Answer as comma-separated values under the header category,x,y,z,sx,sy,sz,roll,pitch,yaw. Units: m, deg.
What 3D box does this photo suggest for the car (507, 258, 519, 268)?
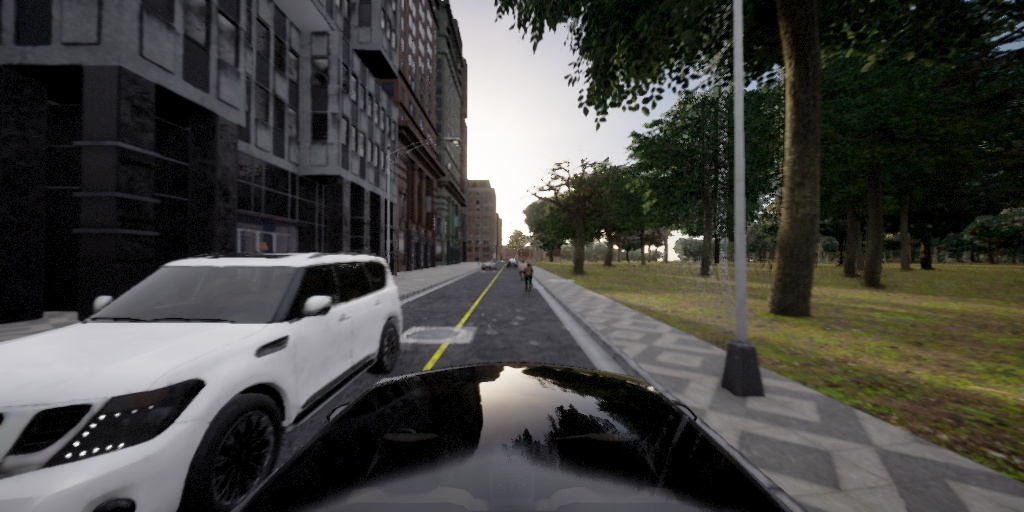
category,x,y,z,sx,sy,sz,roll,pitch,yaw
car,0.085,1.277,59.786,1.812,1.442,4.674,0,0,0

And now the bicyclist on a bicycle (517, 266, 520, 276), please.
category,x,y,z,sx,sy,sz,roll,pitch,yaw
bicyclist on a bicycle,0.807,1.172,27.141,0.866,1.612,1.509,0,0,0

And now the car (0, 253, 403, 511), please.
category,x,y,z,sx,sy,sz,roll,pitch,yaw
car,-3.099,0.969,4.515,2.150,2.045,5.566,0,0,0

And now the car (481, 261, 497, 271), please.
category,x,y,z,sx,sy,sz,roll,pitch,yaw
car,-3.064,1.304,48.130,1.994,1.385,4.181,0,0,0

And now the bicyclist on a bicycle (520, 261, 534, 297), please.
category,x,y,z,sx,sy,sz,roll,pitch,yaw
bicyclist on a bicycle,0.828,1.192,17.796,0.582,1.620,1.656,0,0,0
